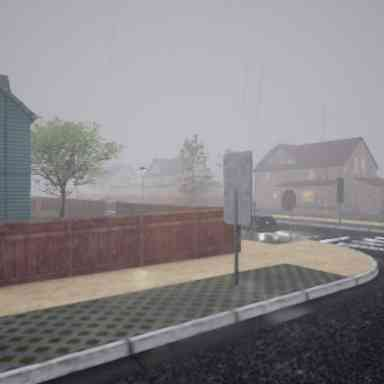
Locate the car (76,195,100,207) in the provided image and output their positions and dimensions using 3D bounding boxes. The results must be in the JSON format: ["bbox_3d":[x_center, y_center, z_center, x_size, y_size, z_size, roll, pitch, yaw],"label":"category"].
[{"bbox_3d":[-13.428,1.442,43.333,1.895,1.301,4.718,0,0,-35],"label":"car"}]

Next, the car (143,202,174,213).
[{"bbox_3d":[-2.286,1.521,27.723,1.895,1.301,4.718,0,0,-36],"label":"car"}]

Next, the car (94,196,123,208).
[{"bbox_3d":[-11.477,1.323,45.503,2.128,1.511,4.902,0,0,-35],"label":"car"}]

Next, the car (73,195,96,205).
[{"bbox_3d":[-17.507,1.289,53.839,2.128,1.511,4.902,0,0,-36],"label":"car"}]

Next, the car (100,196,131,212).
[{"bbox_3d":[-7.744,1.443,35.354,1.994,1.385,4.181,0,0,-35],"label":"car"}]

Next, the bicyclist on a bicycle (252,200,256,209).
[{"bbox_3d":[4.869,1.224,27.795,1.656,1.620,0.582,-1,1,-36],"label":"bicyclist on a bicycle"}]

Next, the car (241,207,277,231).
[{"bbox_3d":[3.079,1.527,20.241,1.994,1.385,4.181,0,0,-35],"label":"car"}]
